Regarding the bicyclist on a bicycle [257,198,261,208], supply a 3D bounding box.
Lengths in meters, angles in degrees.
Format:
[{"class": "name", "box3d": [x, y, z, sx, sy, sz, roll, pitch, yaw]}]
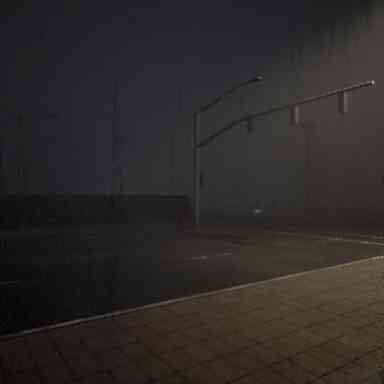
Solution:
[{"class": "bicyclist on a bicycle", "box3d": [10.500, 1.698, 52.184, 0.582, 1.620, 1.656, 0, 0, 21]}]

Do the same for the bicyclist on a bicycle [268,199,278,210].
[{"class": "bicyclist on a bicycle", "box3d": [11.485, 1.830, 47.273, 1.656, 1.620, 0.582, 0, 0, -23]}]
